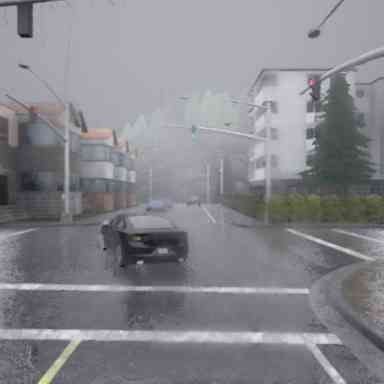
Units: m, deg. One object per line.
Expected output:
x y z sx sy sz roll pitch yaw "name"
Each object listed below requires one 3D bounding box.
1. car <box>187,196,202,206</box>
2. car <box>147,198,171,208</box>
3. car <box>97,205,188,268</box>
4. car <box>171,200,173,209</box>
0.491 1.419 56.979 2.097 1.767 4.553 0 0 7 "car"
-3.595 1.518 34.674 1.882 1.535 5.008 0 0 0 "car"
-1.804 1.399 11.085 1.882 1.535 5.008 2 0 -25 "car"
-3.574 1.544 45.025 2.128 1.511 4.902 0 0 0 "car"
